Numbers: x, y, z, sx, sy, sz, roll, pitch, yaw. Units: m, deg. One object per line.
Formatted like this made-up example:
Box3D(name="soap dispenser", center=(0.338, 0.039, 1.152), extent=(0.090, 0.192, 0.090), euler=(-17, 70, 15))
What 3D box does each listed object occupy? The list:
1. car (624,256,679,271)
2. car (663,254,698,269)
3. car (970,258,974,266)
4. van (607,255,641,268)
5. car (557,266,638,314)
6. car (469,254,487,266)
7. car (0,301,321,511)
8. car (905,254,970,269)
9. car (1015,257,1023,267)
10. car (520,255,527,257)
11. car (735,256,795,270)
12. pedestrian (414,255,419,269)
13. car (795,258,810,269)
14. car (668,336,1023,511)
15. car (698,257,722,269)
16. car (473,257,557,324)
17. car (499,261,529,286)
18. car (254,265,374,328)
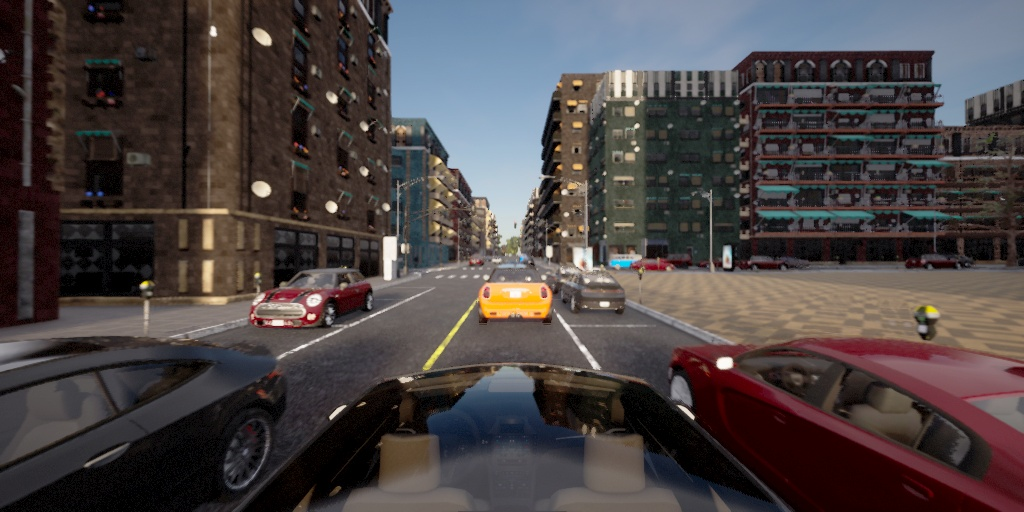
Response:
Box3D(name="car", center=(13.708, 0.908, 35.327), extent=(4.207, 1.307, 1.802), euler=(0, 0, 0))
Box3D(name="car", center=(19.297, 0.660, 43.668), extent=(5.009, 1.841, 2.192), euler=(0, 0, 0))
Box3D(name="car", center=(49.284, 0.632, 40.767), extent=(4.902, 1.511, 2.128), euler=(0, 0, 0))
Box3D(name="van", center=(13.770, 0.728, 43.708), extent=(3.998, 1.789, 1.690), euler=(0, 0, 0))
Box3D(name="car", center=(2.821, 1.217, 13.132), extent=(2.007, 1.370, 4.403), euler=(0, 0, 0))
Box3D(name="car", center=(-5.690, 0.665, 56.934), extent=(2.192, 1.841, 5.009), euler=(0, 0, 0))
Box3D(name="car", center=(-3.100, 1.276, 1.712), extent=(1.812, 1.442, 4.674), euler=(0, 0, 0))
Box3D(name="car", center=(41.344, 0.559, 35.127), extent=(4.097, 1.591, 1.967), euler=(0, 0, 0))
Box3D(name="car", center=(52.399, 0.591, 35.047), extent=(4.403, 1.370, 2.007), euler=(0, 0, 0))
Box3D(name="car", center=(2.691, 0.916, 56.894), extent=(1.948, 1.339, 4.313), euler=(0, 0, 0))
Box3D(name="car", center=(24.763, 0.682, 35.247), extent=(4.097, 1.591, 1.967), euler=(0, 0, 0))
Box3D(name="pedestrian", center=(-12.529, 0.755, 46.852), extent=(0.375, 1.860, 0.375), euler=(0, 0, 0))
Box3D(name="car", center=(30.833, 0.786, 40.996), extent=(5.357, 1.411, 2.033), euler=(0, 0, 0))
Box3D(name="car", center=(2.775, 1.288, 2.702), extent=(1.888, 1.381, 4.507), euler=(0, 0, 0))
Box3D(name="car", center=(24.825, 0.848, 43.628), extent=(4.507, 1.381, 1.888), euler=(0, 0, 0))
Box3D(name="car", center=(0.095, 1.030, 11.799), extent=(2.097, 1.767, 4.553), euler=(0, 1, 0))
Box3D(name="car", center=(0.071, 1.088, 24.391), extent=(1.837, 1.490, 4.892), euler=(0, 0, -1))
Box3D(name="car", center=(-5.819, 1.123, 10.897), extent=(1.967, 1.591, 4.097), euler=(0, 0, 0))
